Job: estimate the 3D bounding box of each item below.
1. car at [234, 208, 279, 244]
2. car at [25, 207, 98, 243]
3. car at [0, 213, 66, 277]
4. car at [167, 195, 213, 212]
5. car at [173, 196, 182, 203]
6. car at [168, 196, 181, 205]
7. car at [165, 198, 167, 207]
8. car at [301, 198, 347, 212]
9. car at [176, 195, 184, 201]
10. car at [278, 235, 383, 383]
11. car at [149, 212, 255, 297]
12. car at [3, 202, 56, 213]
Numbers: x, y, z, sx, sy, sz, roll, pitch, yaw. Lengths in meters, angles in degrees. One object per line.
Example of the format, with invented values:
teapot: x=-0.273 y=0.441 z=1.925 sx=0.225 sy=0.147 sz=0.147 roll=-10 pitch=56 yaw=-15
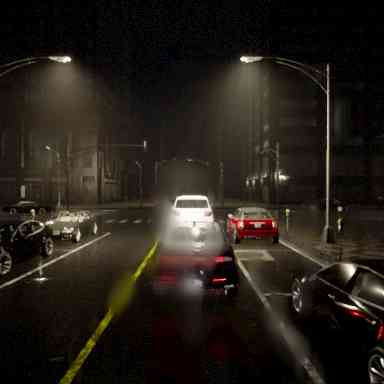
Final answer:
car: x=2.753 y=1.440 z=15.843 sx=1.967 sy=1.590 sz=4.097 roll=0 pitch=0 yaw=0
car: x=-5.771 y=1.550 z=15.836 sx=2.008 sy=1.369 sz=4.403 roll=0 pitch=0 yaw=0
car: x=-5.768 y=1.565 z=10.199 sx=1.947 sy=1.339 sz=4.313 roll=0 pitch=0 yaw=0
car: x=-0.006 y=1.221 z=18.496 sx=2.150 sy=2.045 sz=5.566 roll=0 pitch=0 yaw=0
car: x=-3.085 y=1.536 z=71.945 sx=1.837 sy=1.490 sz=4.892 roll=0 pitch=0 yaw=0
car: x=-3.100 y=1.514 z=60.947 sx=2.128 sy=1.511 sz=4.902 roll=0 pitch=0 yaw=0
car: x=-3.069 y=1.368 z=52.131 sx=2.097 sy=1.767 sz=4.553 roll=0 pitch=0 yaw=-1
car: x=14.867 y=1.459 z=37.460 sx=4.892 sy=1.490 sz=1.837 roll=0 pitch=0 yaw=0
car: x=-3.155 y=1.601 z=86.909 sx=1.994 sy=1.385 sz=4.181 roll=0 pitch=0 yaw=0
car: x=2.761 y=1.565 z=4.571 sx=1.947 sy=1.339 sz=4.313 roll=0 pitch=0 yaw=0
car: x=0.060 y=1.491 z=8.574 sx=2.128 sy=1.511 sz=4.902 roll=0 pitch=0 yaw=0
car: x=-16.426 y=1.649 z=33.923 sx=4.718 sy=1.301 sz=1.895 roll=0 pitch=0 yaw=0
